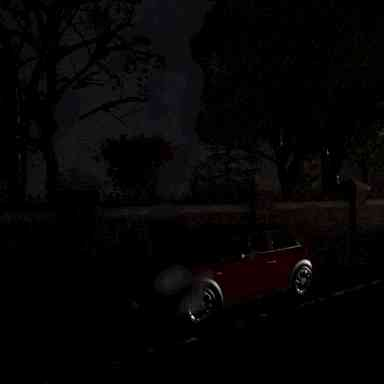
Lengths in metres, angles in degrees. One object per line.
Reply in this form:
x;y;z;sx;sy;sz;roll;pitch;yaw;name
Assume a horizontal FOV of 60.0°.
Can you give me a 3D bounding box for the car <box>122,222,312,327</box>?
0.623;1.440;6.974;4.097;1.590;1.967;0;0;-35;car
